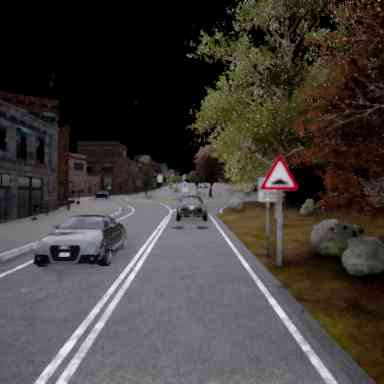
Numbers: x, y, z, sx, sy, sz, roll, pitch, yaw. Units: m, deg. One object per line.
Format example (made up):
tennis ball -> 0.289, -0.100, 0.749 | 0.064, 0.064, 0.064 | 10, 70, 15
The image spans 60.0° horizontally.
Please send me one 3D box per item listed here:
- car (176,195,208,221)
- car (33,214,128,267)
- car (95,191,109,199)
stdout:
car -> -0.029, 1.020, 23.717 | 2.097, 1.767, 4.553 | 0, 1, -1
car -> -3.385, 1.441, 10.827 | 1.994, 1.385, 4.181 | 0, 1, 0
car -> -14.572, 0.471, 53.942 | 1.895, 1.301, 4.718 | 0, 1, -9
